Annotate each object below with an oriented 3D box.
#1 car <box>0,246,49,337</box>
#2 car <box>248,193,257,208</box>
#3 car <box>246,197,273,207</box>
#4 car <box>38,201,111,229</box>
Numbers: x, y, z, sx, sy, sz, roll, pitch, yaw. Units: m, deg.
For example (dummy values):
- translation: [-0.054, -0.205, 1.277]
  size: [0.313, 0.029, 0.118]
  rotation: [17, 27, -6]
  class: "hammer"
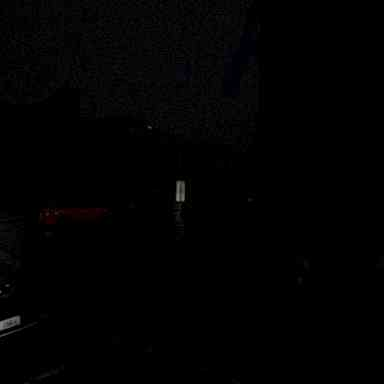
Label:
- translation: [-4.270, 1.570, 5.836]
  size: [4.403, 1.369, 2.008]
  rotation: [0, 1, 36]
  class: "car"
- translation: [9.802, 1.220, 46.229]
  size: [2.150, 2.045, 5.566]
  rotation: [1, 1, 36]
  class: "car"
- translation: [10.659, 1.559, 52.248]
  size: [2.033, 1.411, 5.357]
  rotation: [1, 1, 35]
  class: "car"
- translation: [-7.561, 1.352, 21.962]
  size: [2.097, 1.767, 4.553]
  rotation: [1, 1, 35]
  class: "car"
